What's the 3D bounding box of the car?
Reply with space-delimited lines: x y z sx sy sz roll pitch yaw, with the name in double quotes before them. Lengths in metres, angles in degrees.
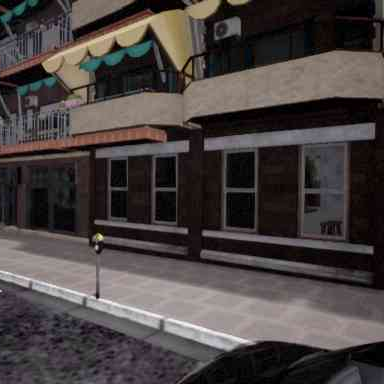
"car" 1.644 1.564 1.689 4.313 1.339 1.947 0 1 36
